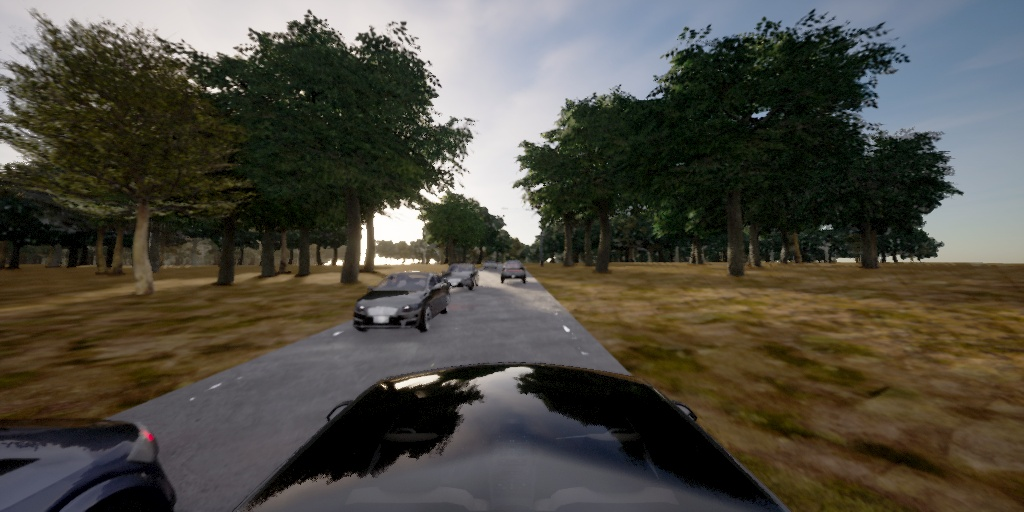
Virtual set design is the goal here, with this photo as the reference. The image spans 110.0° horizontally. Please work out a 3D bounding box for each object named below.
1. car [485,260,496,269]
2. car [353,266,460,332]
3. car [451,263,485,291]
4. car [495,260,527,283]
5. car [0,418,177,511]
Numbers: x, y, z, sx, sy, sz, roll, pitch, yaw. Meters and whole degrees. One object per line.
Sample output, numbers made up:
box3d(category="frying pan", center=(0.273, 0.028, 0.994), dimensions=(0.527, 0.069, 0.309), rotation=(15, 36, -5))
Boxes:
box3d(category="car", center=(-3.097, 1.288, 51.361), dimensions=(1.895, 1.301, 4.718), rotation=(0, 0, 0))
box3d(category="car", center=(-3.096, 1.234, 10.959), dimensions=(2.128, 1.511, 4.902), rotation=(0, 0, 0))
box3d(category="car", center=(-3.057, 1.228, 21.765), dimensions=(2.128, 1.511, 4.902), rotation=(0, 0, 1))
box3d(category="car", center=(0.089, 1.219, 27.258), dimensions=(2.128, 1.511, 4.902), rotation=(0, 0, 0))
box3d(category="car", center=(-3.094, 1.316, 0.463), dimensions=(1.994, 1.385, 4.181), rotation=(0, 0, 0))
